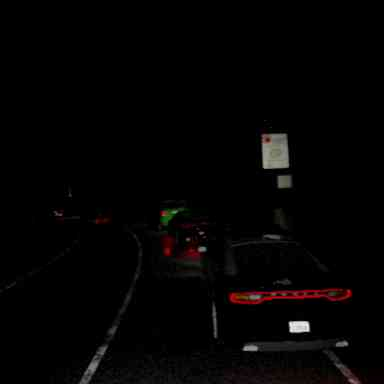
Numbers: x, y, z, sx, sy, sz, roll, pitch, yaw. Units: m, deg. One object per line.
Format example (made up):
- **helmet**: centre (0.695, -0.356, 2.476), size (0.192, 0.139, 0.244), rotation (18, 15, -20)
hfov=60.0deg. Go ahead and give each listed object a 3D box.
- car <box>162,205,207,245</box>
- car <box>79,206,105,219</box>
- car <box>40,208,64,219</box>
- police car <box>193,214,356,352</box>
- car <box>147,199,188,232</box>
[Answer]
- **car**: centre (-0.101, 1.659, 16.901), size (1.882, 1.535, 5.008), rotation (-2, -1, -12)
- **car**: centre (-12.719, 2.568, 42.191), size (2.128, 1.511, 4.902), rotation (-5, 0, -39)
- **car**: centre (-22.053, 3.307, 52.311), size (4.892, 1.490, 1.837), rotation (-5, 1, 39)
- **police car**: centre (1.195, 1.471, 6.648), size (1.930, 1.638, 5.238), rotation (-1, -1, -3)
- **car**: centre (-1.693, 1.520, 22.998), size (2.150, 2.045, 5.566), rotation (-3, 0, -17)
